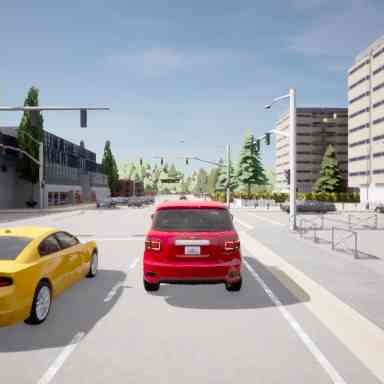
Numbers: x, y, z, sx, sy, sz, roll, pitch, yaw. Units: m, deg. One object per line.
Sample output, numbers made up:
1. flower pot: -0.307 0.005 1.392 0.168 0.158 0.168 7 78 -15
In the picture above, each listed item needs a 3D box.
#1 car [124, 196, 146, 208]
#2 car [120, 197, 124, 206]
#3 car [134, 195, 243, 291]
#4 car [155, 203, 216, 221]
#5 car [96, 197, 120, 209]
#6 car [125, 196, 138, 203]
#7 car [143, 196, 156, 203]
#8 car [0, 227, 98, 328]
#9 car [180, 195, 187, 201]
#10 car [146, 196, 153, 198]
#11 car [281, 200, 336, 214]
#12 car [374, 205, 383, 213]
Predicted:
1. car: -8.390 1.505 49.279 1.837 1.490 4.892 0 0 -2
2. car: -12.063 1.547 56.111 2.033 1.411 5.357 0 0 -1
3. car: 0.016 1.221 9.112 2.150 2.045 5.566 0 0 0
4. car: -0.558 1.601 26.853 4.718 1.301 1.895 0 0 -4
5. car: -11.793 1.492 45.859 2.128 1.511 4.902 0 0 -2
6. car: -12.321 1.601 68.309 1.895 1.301 4.718 0 0 -2
7. car: -8.862 1.540 69.854 2.033 1.411 5.357 0 0 -2
8. car: -3.478 1.478 7.125 1.882 1.535 5.008 0 0 0
9. car: -2.336 1.524 87.193 1.812 1.442 4.674 0 0 -2
10. car: -8.648 1.492 59.490 2.128 1.511 4.902 0 0 -1
11. car: 12.084 1.547 34.580 5.357 1.411 2.033 0 0 -2
12. car: 22.167 1.547 34.885 5.357 1.411 2.033 0 0 -2
